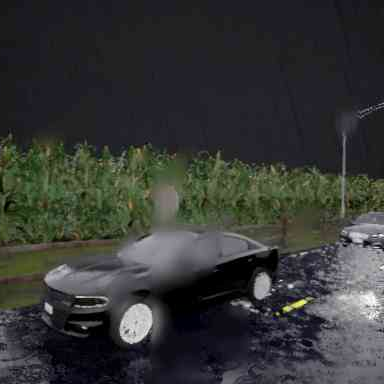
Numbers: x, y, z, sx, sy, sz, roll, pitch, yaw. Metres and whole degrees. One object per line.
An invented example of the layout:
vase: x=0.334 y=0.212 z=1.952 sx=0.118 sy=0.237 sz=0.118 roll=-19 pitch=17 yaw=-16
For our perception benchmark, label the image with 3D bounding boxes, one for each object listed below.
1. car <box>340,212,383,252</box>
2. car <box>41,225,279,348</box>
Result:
car: x=8.173 y=1.658 z=14.519 sx=4.902 sy=1.511 sz=2.128 roll=1 pitch=0 yaw=-44
car: x=-0.239 y=1.440 z=6.484 sx=5.008 sy=1.535 sz=1.882 roll=2 pitch=0 yaw=-44
